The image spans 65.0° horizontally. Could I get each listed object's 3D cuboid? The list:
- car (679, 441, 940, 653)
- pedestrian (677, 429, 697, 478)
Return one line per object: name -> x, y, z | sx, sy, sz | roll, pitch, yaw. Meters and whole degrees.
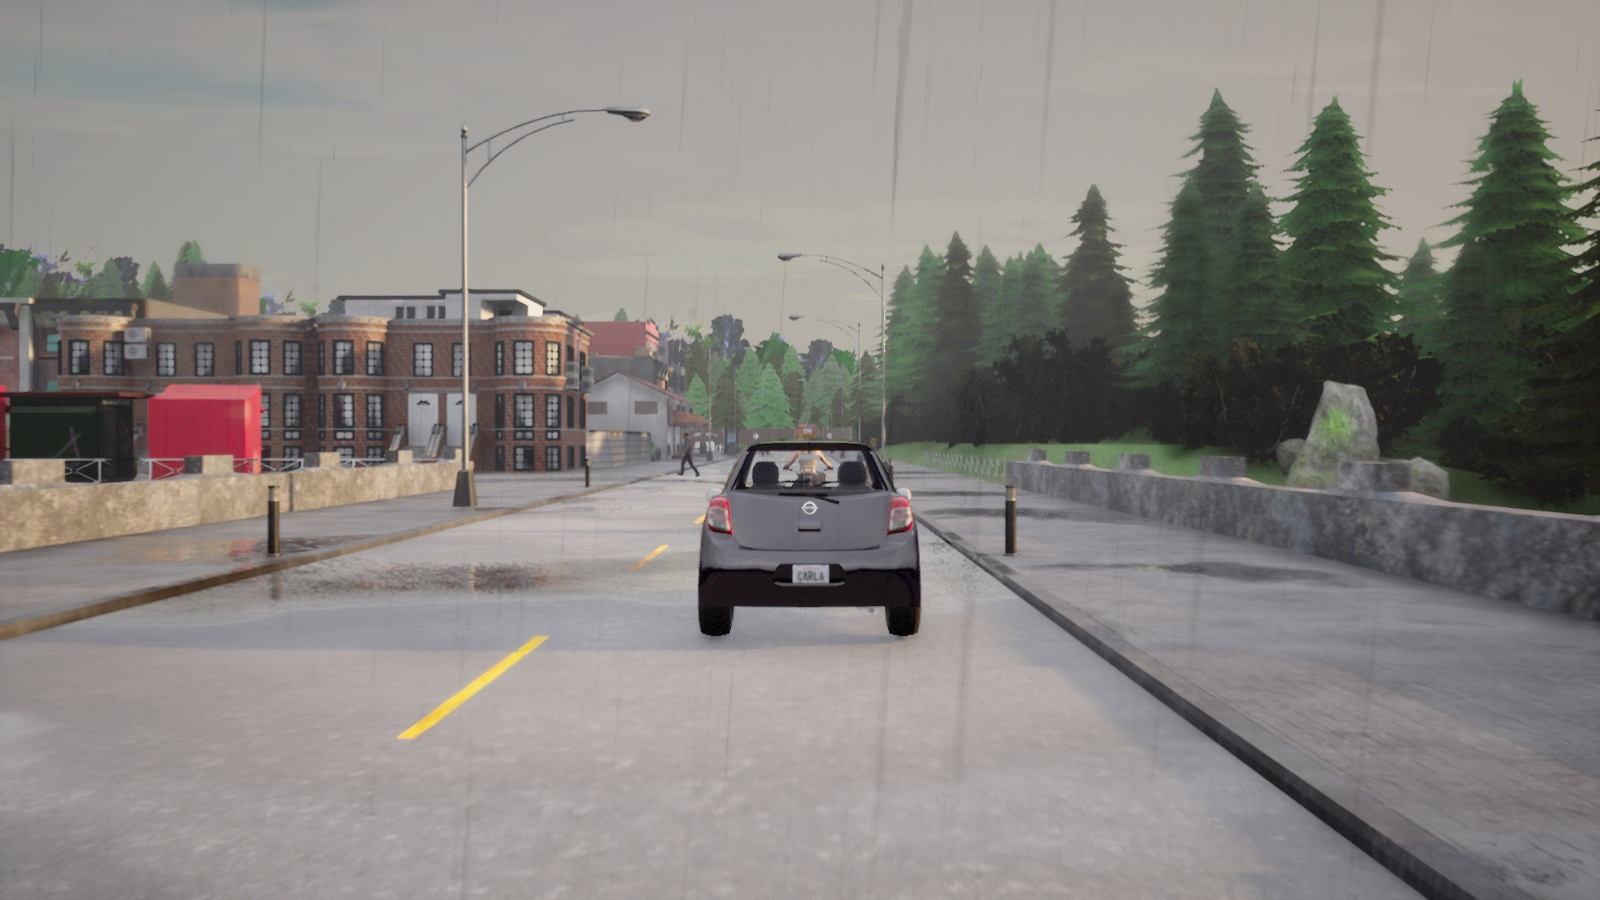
car -> 0.076, 0.672, 10.706 | 1.845, 1.501, 3.633 | 0, 0, 0
pedestrian -> -4.514, 0.130, 50.250 | 0.788, 1.949, 0.423 | 0, 0, -8
